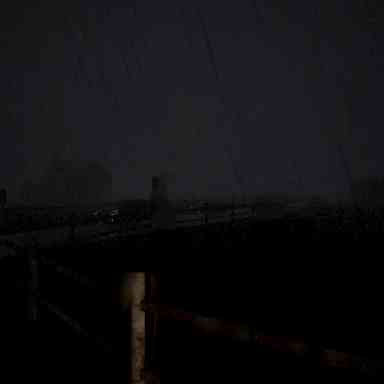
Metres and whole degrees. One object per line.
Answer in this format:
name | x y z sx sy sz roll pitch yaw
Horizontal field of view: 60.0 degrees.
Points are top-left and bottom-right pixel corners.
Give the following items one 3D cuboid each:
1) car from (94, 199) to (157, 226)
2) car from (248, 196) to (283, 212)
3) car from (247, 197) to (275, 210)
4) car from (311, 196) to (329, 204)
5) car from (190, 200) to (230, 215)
car | -4.452 1.285 22.690 2.097 1.767 4.553 -1 0 34
car | 8.304 1.183 36.159 2.097 1.767 4.553 -1 0 34
car | 8.710 1.395 41.939 1.994 1.385 4.181 -1 0 35
car | 21.215 1.319 55.086 1.895 1.301 4.718 -1 0 34
car | 1.807 1.487 31.865 1.895 1.301 4.718 -1 0 34
